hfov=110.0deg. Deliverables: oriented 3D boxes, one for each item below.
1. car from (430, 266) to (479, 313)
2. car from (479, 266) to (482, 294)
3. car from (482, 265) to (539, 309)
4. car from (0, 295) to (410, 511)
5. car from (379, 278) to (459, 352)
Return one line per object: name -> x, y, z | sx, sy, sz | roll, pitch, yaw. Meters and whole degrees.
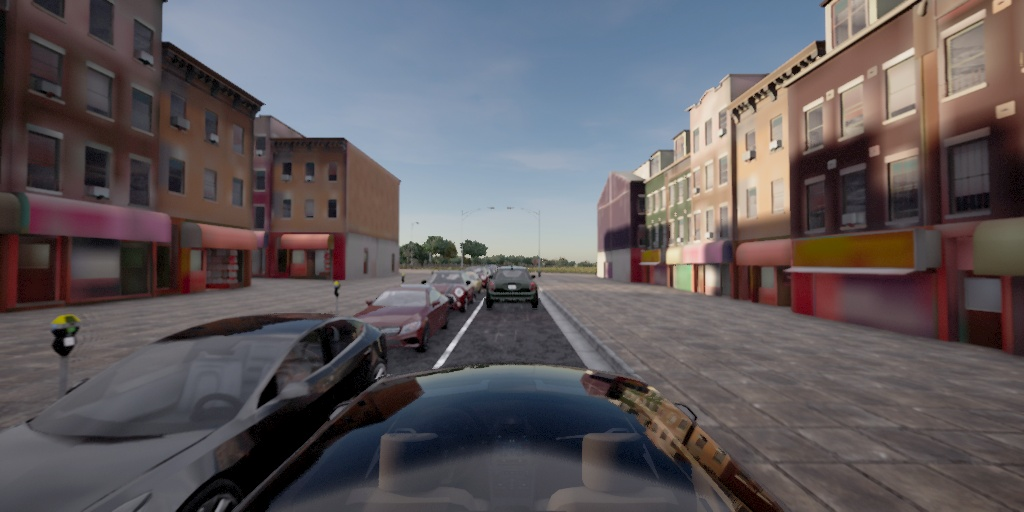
car -> -2.633, 1.324, 14.599 | 1.967, 1.591, 4.097 | 0, 0, 0
car -> -2.632, 1.477, 19.967 | 1.751, 1.417, 4.829 | 0, 0, 0
car -> 0.007, 1.250, 15.934 | 2.097, 1.767, 4.553 | 0, -1, 0
car -> -2.636, 1.333, 3.522 | 1.948, 1.339, 4.313 | 0, 0, 0
car -> -2.635, 1.405, 9.061 | 1.802, 1.307, 4.207 | 0, 0, 0
